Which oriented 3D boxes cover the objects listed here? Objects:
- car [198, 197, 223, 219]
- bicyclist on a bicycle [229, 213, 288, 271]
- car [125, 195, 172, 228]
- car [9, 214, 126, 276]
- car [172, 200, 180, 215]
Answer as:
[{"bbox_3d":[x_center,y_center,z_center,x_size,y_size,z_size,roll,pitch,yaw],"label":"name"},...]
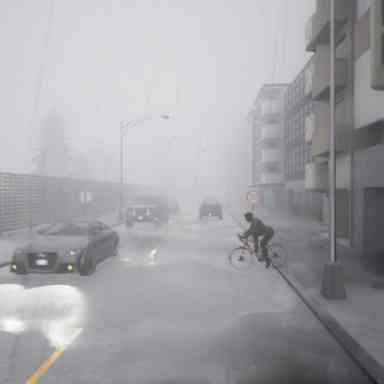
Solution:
[{"bbox_3d":[1.607,1.492,28.672,1.837,1.490,4.892,0,0,3],"label":"car"},{"bbox_3d":[1.829,1.391,9.399,1.656,1.620,0.582,-6,0,3],"label":"bicyclist on a bicycle"},{"bbox_3d":[-2.924,1.213,22.667,2.150,2.045,5.566,0,0,3],"label":"car"},{"bbox_3d":[-3.627,1.560,10.250,1.994,1.385,4.181,0,0,3],"label":"car"},{"bbox_3d":[-2.288,1.532,33.400,2.033,1.411,5.357,0,0,4],"label":"car"}]
